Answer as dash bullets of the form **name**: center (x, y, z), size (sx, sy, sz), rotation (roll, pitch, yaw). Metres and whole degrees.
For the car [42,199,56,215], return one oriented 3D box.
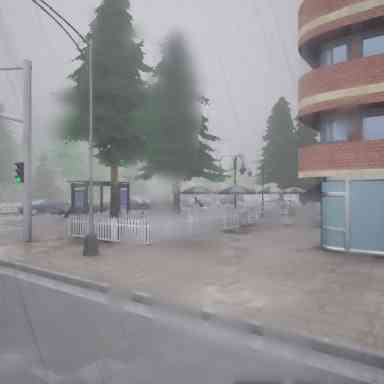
- **car**: center (-11.255, 1.555, 31.572), size (1.895, 1.301, 4.718), rotation (0, 0, 36)

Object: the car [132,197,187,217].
- **car**: center (-2.901, 1.456, 30.861), size (1.837, 1.490, 4.892), rotation (0, 0, 36)

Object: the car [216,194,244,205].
- **car**: center (6.056, 1.176, 54.934), size (5.566, 2.045, 2.150), rotation (0, 0, -31)

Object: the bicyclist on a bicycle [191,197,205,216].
- **bicyclist on a bicycle**: center (0.432, 1.251, 27.309), size (1.656, 1.620, 0.582), rotation (0, 0, 36)

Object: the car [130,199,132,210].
- **car**: center (-5.786, 1.555, 38.931), size (1.895, 1.301, 4.718), rotation (0, 0, 37)

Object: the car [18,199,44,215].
- **car**: center (-14.553, 1.433, 32.966), size (1.882, 1.535, 5.008), rotation (0, 0, 36)

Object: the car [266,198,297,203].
- **car**: center (13.698, 1.552, 50.896), size (4.718, 1.301, 1.895), rotation (0, 0, -25)

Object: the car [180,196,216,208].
- **car**: center (0.828, 1.518, 46.489), size (4.181, 1.385, 1.994), rotation (0, 0, -43)

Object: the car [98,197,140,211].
- **car**: center (-8.834, 1.433, 40.636), size (1.882, 1.535, 5.008), rotation (0, 0, 38)

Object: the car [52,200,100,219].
- **car**: center (-9.026, 1.553, 28.367), size (1.895, 1.301, 4.718), rotation (0, 0, 36)
